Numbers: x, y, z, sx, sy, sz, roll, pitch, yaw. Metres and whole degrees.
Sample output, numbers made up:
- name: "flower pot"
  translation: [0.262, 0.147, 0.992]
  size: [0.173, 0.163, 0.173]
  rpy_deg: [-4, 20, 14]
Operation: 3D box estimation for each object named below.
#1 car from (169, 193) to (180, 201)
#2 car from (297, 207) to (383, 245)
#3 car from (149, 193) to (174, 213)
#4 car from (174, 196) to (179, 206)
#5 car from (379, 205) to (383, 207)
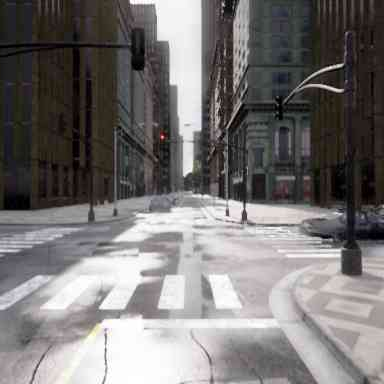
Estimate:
- name: "car"
  translation: [-3.493, 0.970, 66.878]
  size: [2.033, 1.411, 5.357]
  rpy_deg: [0, 0, 0]
- name: "car"
  translation: [7.541, 1.519, 14.754]
  size: [5.357, 1.411, 2.033]
  rpy_deg: [0, -1, -1]
- name: "car"
  translation: [-3.354, 1.250, 35.546]
  size: [2.097, 1.767, 4.553]
  rpy_deg: [0, 0, 0]
- name: "car"
  translation: [-3.457, 1.345, 51.138]
  size: [2.128, 1.511, 4.902]
  rpy_deg: [0, 0, 0]
- name: "car"
  translation: [12.182, 1.496, 20.575]
  size: [4.097, 1.590, 1.967]
  rpy_deg: [0, -1, -1]
